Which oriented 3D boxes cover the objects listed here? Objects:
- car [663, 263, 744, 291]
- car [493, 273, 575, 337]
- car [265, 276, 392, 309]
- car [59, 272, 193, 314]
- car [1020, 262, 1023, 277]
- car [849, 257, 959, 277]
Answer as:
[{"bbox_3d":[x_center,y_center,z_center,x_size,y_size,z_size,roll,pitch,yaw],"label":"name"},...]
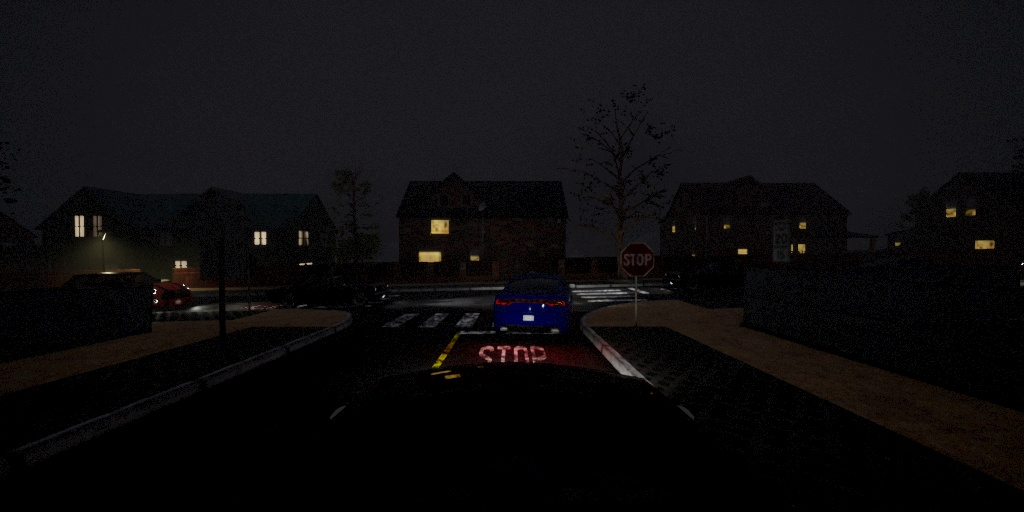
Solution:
[{"bbox_3d":[10.416,1.034,18.545,4.718,1.301,1.895,-1,1,-1],"label":"car"},{"bbox_3d":[0.789,1.226,10.413,1.882,1.535,5.008,0,0,10],"label":"car"},{"bbox_3d":[-7.807,1.506,15.623,4.718,1.301,1.895,-1,1,0],"label":"car"},{"bbox_3d":[-16.794,1.472,15.619,4.553,1.767,2.097,-1,1,0],"label":"car"},{"bbox_3d":[29.571,0.335,18.567,4.553,1.767,2.097,-1,1,0],"label":"car"},{"bbox_3d":[20.061,0.753,18.578,5.357,1.411,2.033,-1,1,0],"label":"car"}]
